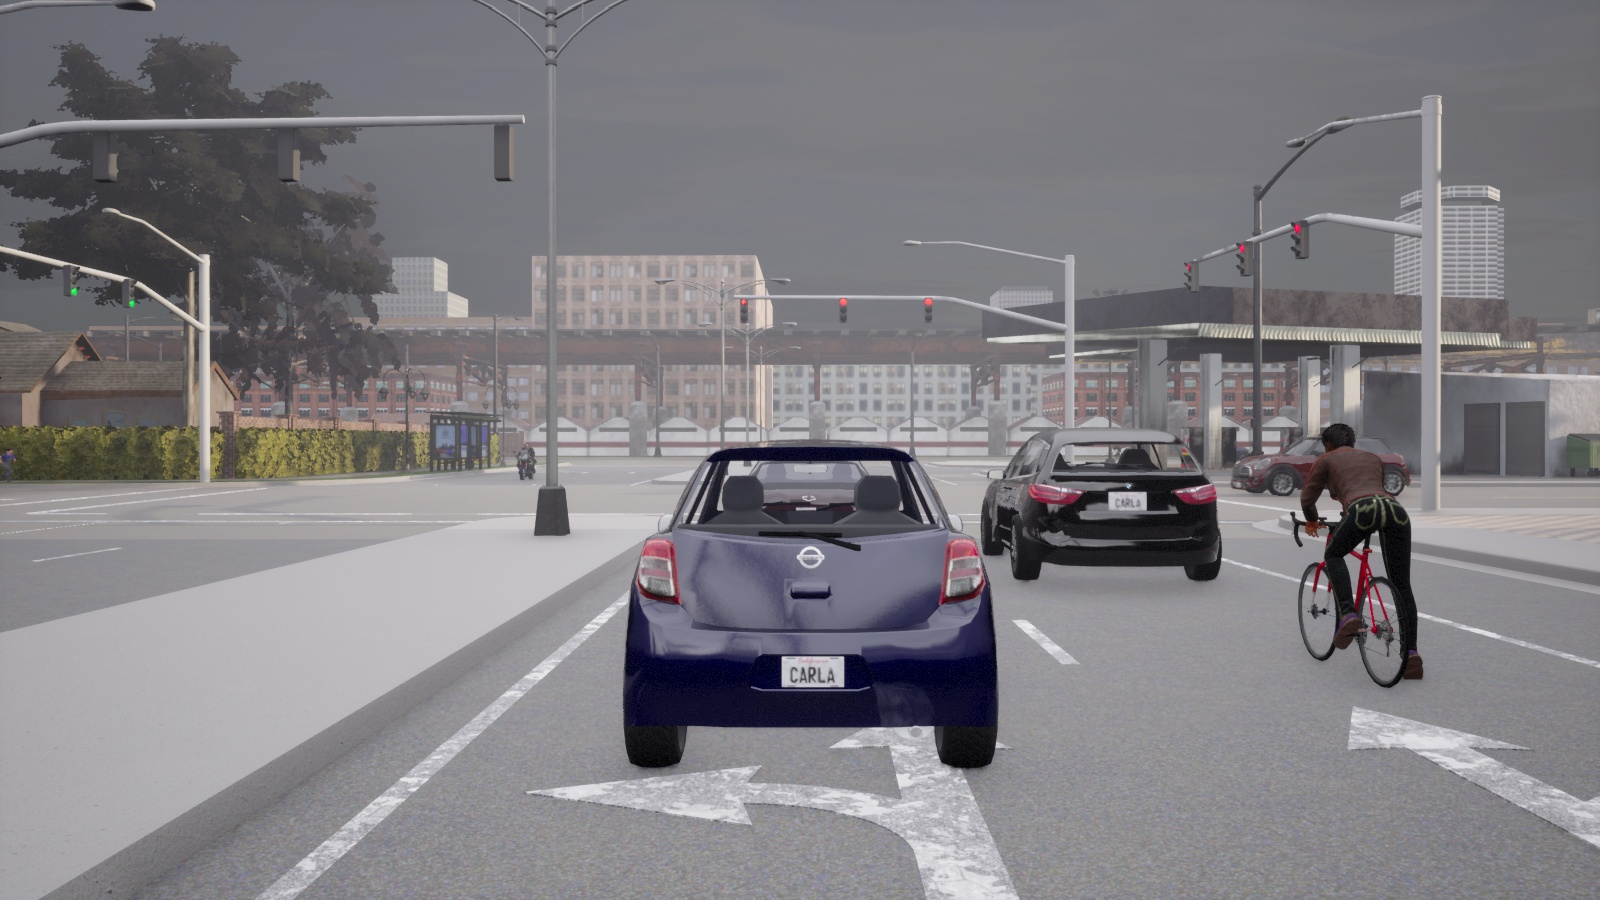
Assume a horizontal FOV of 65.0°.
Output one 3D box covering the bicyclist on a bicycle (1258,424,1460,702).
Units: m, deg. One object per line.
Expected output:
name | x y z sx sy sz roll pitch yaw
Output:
bicyclist on a bicycle | 3.560 0.656 8.151 0.582 1.620 1.656 0 0 0

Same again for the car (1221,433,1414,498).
car | 14.494 0.416 35.371 4.553 1.767 2.097 0 0 -1

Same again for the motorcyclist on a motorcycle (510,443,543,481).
motorcyclist on a motorcycle | -11.184 0.482 51.400 0.866 1.530 2.191 0 0 0

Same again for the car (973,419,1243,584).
car | 3.446 0.508 15.080 2.242 1.667 4.611 0 0 2

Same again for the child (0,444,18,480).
child | -27.462 0.409 43.604 0.437 1.263 0.270 0 0 1

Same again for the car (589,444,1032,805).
car | 0.056 0.721 7.057 1.845 1.501 3.633 0 0 0
